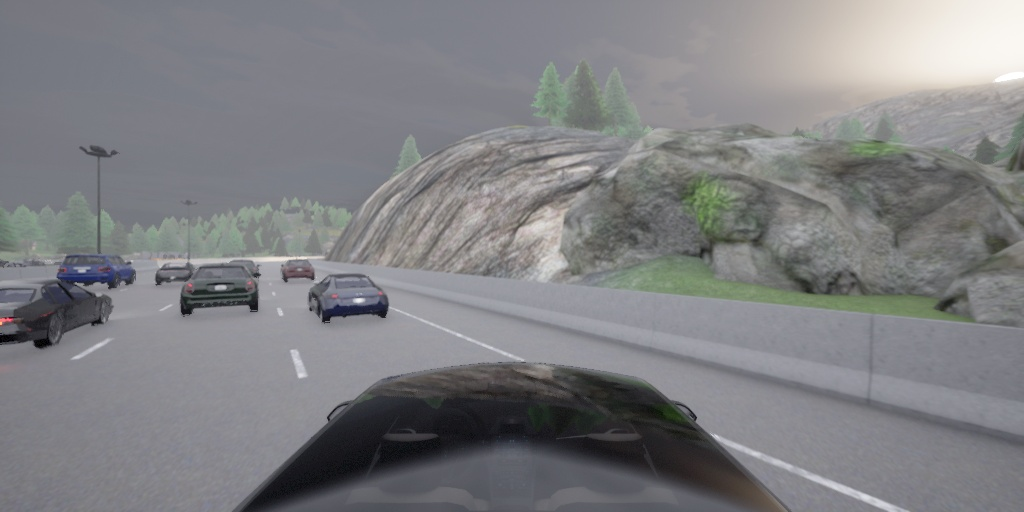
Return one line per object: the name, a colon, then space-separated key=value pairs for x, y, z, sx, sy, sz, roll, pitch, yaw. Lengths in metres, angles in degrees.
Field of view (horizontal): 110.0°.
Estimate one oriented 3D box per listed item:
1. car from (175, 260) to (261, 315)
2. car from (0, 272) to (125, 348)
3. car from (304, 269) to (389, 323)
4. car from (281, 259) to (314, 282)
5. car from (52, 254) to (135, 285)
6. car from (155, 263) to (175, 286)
car: x=-10.932 y=1.075 z=13.698 sx=2.097 sy=1.767 sz=4.553 roll=0 pitch=0 yaw=-35
car: x=-11.559 y=1.281 z=8.489 sx=2.033 sy=1.411 sz=5.357 roll=0 pitch=0 yaw=-35
car: x=-5.709 y=1.292 z=12.335 sx=1.994 sy=1.385 sz=4.181 roll=0 pitch=0 yaw=-35
car: x=-17.187 y=1.044 z=28.702 sx=2.097 sy=1.767 sz=4.553 roll=0 pitch=0 yaw=-35
car: x=-25.333 y=0.925 z=22.035 sx=2.150 sy=2.045 sz=5.566 roll=0 pitch=0 yaw=-35
car: x=-23.051 y=1.189 z=24.874 sx=2.128 sy=1.511 sz=4.902 roll=0 pitch=0 yaw=-35
